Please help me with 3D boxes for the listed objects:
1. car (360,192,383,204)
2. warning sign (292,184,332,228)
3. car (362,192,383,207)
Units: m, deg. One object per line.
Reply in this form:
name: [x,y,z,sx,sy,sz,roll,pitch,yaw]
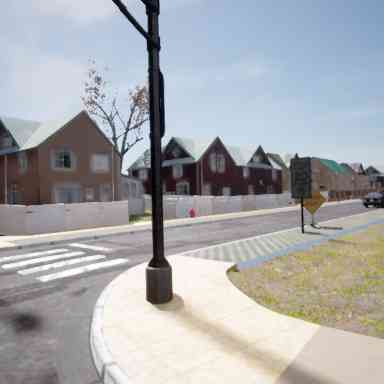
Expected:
car: [23.188,0.729,42.148,2.033,1.411,5.357,-2,-1,42]
warning sign: [5.394,0.637,14.918,1.300,1.860,1.060,-3,-2,42]
car: [18.468,0.781,32.912,2.033,1.411,5.357,-2,-1,42]
